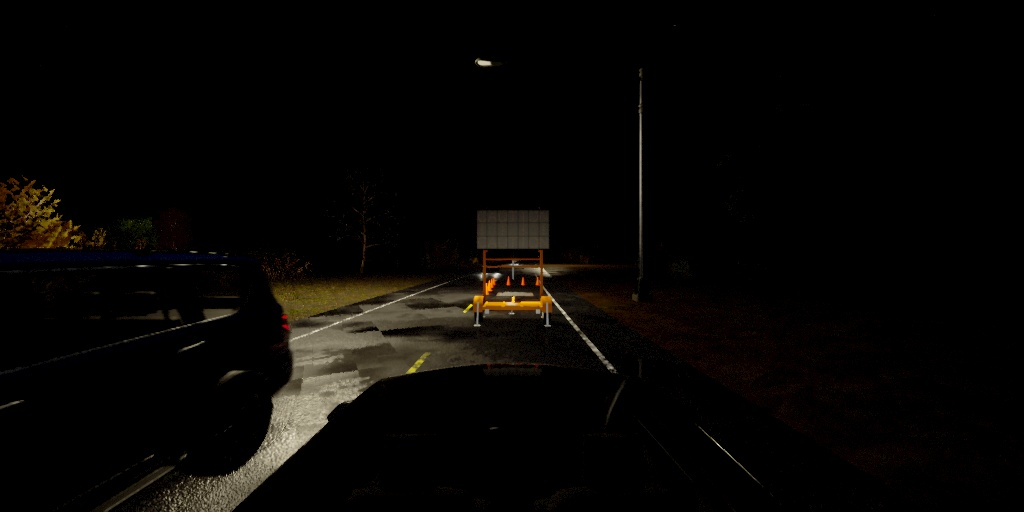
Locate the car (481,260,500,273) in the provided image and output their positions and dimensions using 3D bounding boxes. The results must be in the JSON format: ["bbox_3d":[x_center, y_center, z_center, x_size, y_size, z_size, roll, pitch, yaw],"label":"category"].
[{"bbox_3d":[-2.572,1.222,43.617,1.882,1.535,5.008,0,0,3],"label":"car"}]

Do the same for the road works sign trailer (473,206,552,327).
[{"bbox_3d":[0.036,0.214,11.589,2.380,3.560,2.880,0,0,1],"label":"road works sign trailer"}]

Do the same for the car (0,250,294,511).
[{"bbox_3d":[-3.589,0.971,1.847,2.150,2.045,5.566,0,0,0],"label":"car"}]
